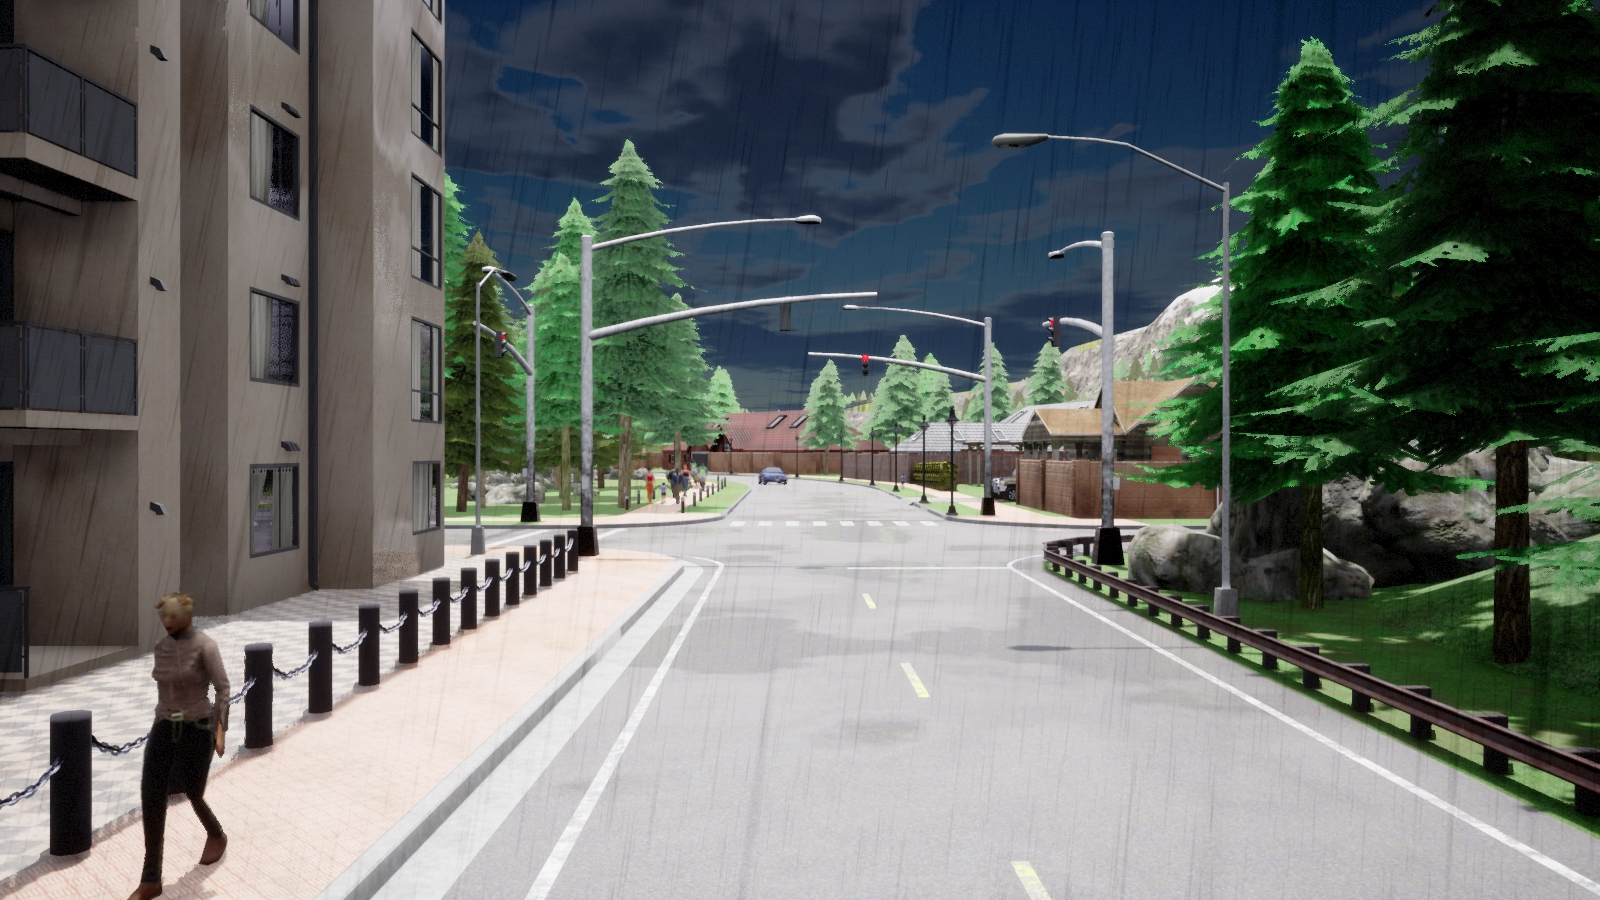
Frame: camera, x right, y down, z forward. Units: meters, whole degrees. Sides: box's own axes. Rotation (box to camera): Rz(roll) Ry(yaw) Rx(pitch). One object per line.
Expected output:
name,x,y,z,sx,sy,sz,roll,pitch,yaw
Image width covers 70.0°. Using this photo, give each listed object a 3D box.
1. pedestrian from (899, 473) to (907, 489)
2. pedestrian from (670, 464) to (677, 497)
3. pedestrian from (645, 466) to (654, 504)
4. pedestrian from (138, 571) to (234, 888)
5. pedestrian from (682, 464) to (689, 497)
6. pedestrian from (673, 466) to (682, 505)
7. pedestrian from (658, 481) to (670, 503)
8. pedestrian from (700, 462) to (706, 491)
pedestrian,6.969,2.095,77.481,0.500,1.100,0.500,0,0,-3
pedestrian,-7.025,1.703,63.586,0.375,1.860,0.375,0,0,-8
pedestrian,-7.342,1.697,55.733,0.375,1.860,0.375,0,0,-1
pedestrian,-3.786,1.698,7.055,0.375,1.860,0.375,0,0,5
pedestrian,-6.459,1.702,64.271,0.375,1.860,0.375,0,0,-2
pedestrian,-5.920,1.697,55.088,0.375,1.860,0.375,0,0,0
pedestrian,-6.727,2.080,56.501,0.500,1.100,0.500,0,0,0
pedestrian,-6.187,1.707,72.857,0.375,1.860,0.375,0,0,-1
